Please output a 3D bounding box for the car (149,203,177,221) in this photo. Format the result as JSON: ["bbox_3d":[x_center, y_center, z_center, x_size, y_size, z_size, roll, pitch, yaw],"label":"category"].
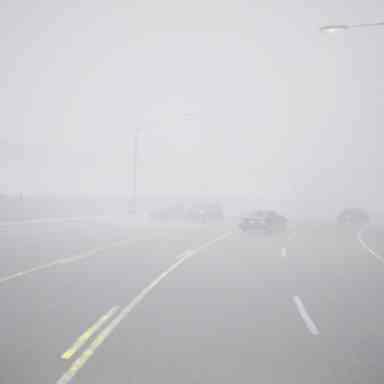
[{"bbox_3d":[-1.971,1.810,30.913,1.882,1.535,5.008,0,-1,31],"label":"car"}]

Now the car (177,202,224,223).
[{"bbox_3d":[1.060,1.692,29.160,2.097,1.767,4.553,0,-1,31],"label":"car"}]

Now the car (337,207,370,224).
[{"bbox_3d":[14.568,2.079,29.881,1.994,1.385,4.181,0,-1,40],"label":"car"}]

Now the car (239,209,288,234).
[{"bbox_3d":[4.738,1.841,21.594,2.033,1.411,5.357,0,-1,29],"label":"car"}]
